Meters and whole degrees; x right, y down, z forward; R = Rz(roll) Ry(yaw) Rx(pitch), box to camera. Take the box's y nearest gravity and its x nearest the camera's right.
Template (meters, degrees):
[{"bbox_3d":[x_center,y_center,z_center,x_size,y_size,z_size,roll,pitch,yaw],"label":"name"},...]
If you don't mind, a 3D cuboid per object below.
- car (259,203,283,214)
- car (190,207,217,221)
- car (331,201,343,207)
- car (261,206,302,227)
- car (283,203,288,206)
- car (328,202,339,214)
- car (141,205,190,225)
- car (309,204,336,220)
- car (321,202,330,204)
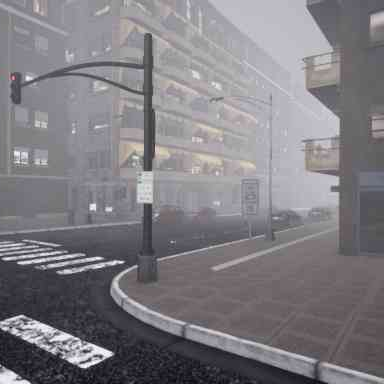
[{"bbox_3d":[10.569,2.326,46.170,1.887,1.381,4.507,-1,-1,35],"label":"car"},{"bbox_3d":[0.863,2.063,32.185,1.802,1.307,4.206,-1,-1,35],"label":"car"},{"bbox_3d":[36.428,3.021,83.483,1.967,1.590,4.097,-1,-1,35],"label":"car"},{"bbox_3d":[7.692,2.095,27.444,1.947,1.339,4.313,-1,-2,35],"label":"car"},{"bbox_3d":[13.708,2.404,50.692,1.752,1.417,4.829,-1,-1,35],"label":"car"},{"bbox_3d":[20.732,2.458,46.231,1.752,1.417,4.829,-1,-2,35],"label":"car"},{"bbox_3d":[-2.372,1.820,27.527,1.967,1.590,4.097,-1,-1,35],"label":"car"},{"bbox_3d":[14.164,2.295,36.767,1.947,1.339,4.313,-1,-2,35],"label":"car"},{"bbox_3d":[19.502,2.545,48.921,1.895,1.301,4.718,0,-1,35],"label":"car"}]
